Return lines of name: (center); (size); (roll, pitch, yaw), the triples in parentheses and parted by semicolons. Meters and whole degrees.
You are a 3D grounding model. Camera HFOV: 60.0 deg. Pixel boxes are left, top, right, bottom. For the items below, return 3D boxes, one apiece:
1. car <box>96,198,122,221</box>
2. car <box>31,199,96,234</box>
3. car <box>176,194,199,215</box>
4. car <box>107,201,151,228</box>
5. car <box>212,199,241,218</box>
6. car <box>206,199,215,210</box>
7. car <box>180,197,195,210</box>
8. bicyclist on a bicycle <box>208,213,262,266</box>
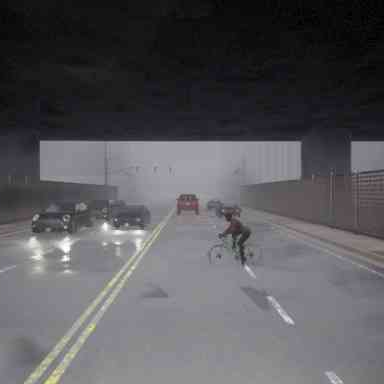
car: (-7.367, 1.352, 27.006); (2.097, 1.767, 4.553); (0, 0, -1)
car: (-7.350, 1.352, 19.185); (2.097, 1.767, 4.553); (0, 0, -1)
car: (-0.422, 1.221, 34.276); (2.150, 2.045, 5.566); (0, 0, -1)
car: (-3.845, 1.547, 22.171); (2.033, 1.411, 5.357); (0, 0, 0)
car: (3.190, 1.600, 30.098); (1.895, 1.301, 4.718); (0, 0, -1)
car: (2.990, 1.563, 43.196); (1.994, 1.385, 4.181); (0, 0, -1)
car: (-0.623, 1.477, 44.985); (1.882, 1.535, 5.008); (0, 0, -1)
bicyclist on a bicycle: (1.297, 1.454, 10.099); (1.656, 1.620, 0.582); (-2, 0, -1)
